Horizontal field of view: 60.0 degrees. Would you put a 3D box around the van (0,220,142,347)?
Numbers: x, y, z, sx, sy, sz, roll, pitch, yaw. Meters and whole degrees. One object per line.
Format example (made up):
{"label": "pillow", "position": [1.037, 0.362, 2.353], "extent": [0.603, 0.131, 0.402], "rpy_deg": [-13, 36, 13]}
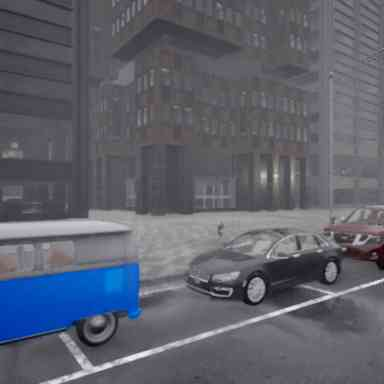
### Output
{"label": "van", "position": [-2.700, 1.343, 4.726], "extent": [3.998, 1.788, 1.690], "rpy_deg": [0, 0, -35]}

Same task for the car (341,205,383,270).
{"label": "car", "position": [6.485, 1.371, 11.277], "extent": [5.009, 1.841, 2.192], "rpy_deg": [0, 0, -35]}

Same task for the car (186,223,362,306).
{"label": "car", "position": [1.892, 1.579, 8.000], "extent": [4.403, 1.369, 2.008], "rpy_deg": [0, 0, -35]}
